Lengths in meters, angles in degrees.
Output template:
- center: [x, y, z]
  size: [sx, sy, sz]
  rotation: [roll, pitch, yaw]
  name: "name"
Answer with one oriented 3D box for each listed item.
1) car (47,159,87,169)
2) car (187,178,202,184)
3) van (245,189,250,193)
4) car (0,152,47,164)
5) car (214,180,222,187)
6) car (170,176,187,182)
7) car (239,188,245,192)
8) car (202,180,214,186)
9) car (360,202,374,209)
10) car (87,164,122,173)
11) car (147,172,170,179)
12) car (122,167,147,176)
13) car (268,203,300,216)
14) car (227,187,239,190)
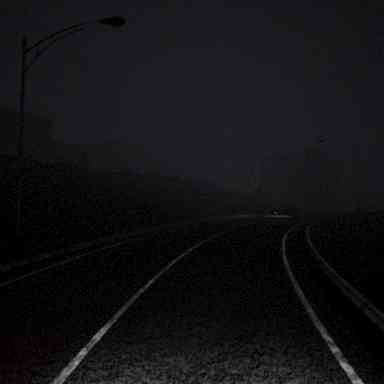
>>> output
- center: [-15.787, -3.207, 40.795]
  size: [2.002, 1.452, 4.674]
  rotation: [-2, -4, 37]
  name: "car"
- center: [-0.667, -1.896, 64.003]
  size: [2.231, 1.521, 4.892]
  rotation: [-2, -4, 31]
  name: "car"
- center: [14.241, 0.057, 93.927]
  size: [1.878, 1.987, 4.442]
  rotation: [-1, -5, 24]
  name: "van"
- center: [-19.105, -3.501, 36.358]
  size: [2.231, 1.521, 4.892]
  rotation: [-2, -4, 38]
  name: "car"
- center: [4.752, -1.517, 73.853]
  size: [2.435, 2.045, 5.566]
  rotation: [-1, -4, 28]
  name: "car"
- center: [-3.427, -2.129, 59.342]
  size: [2.002, 1.452, 4.674]
  rotation: [-2, -4, 32]
  name: "car"
- center: [11.950, -0.109, 88.734]
  size: [2.002, 1.452, 4.674]
  rotation: [-1, -5, 24]
  name: "car"
- center: [2.093, -1.719, 68.915]
  size: [2.185, 1.767, 4.553]
  rotation: [-2, -4, 29]
  name: "car"
- center: [37.074, 2.891, 70.468]
  size: [1.812, 1.442, 4.674]
  rotation: [-2, -3, 39]
  name: "car"
- center: [-12.564, -2.984, 45.307]
  size: [2.097, 1.535, 5.008]
  rotation: [-2, -4, 35]
  name: "car"
- center: [-6.339, -2.410, 54.661]
  size: [2.163, 1.488, 4.792]
  rotation: [-2, -4, 33]
  name: "car"
- center: [-9.452, -2.844, 49.870]
  size: [2.185, 1.767, 4.553]
  rotation: [-2, -4, 34]
  name: "car"
- center: [10.651, 1.939, 38.105]
  size: [2.033, 1.411, 5.357]
  rotation: [-2, -2, 38]
  name: "car"
- center: [9.639, -0.507, 83.712]
  size: [2.002, 1.452, 4.674]
  rotation: [-1, -4, 26]
  name: "car"
